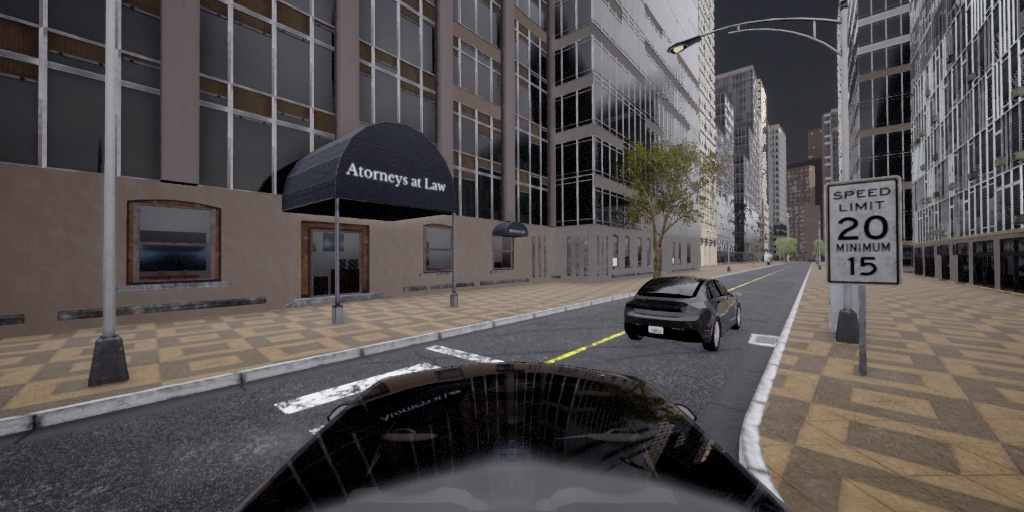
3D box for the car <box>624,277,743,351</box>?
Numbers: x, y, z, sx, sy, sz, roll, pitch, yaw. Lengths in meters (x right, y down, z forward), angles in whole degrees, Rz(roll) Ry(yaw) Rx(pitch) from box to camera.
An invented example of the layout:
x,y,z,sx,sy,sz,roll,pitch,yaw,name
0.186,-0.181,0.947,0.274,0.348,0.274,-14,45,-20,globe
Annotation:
x,y,z,sx,sy,sz,roll,pitch,yaw,name
4.488,1.257,9.145,1.837,1.490,4.892,-1,0,40,car
